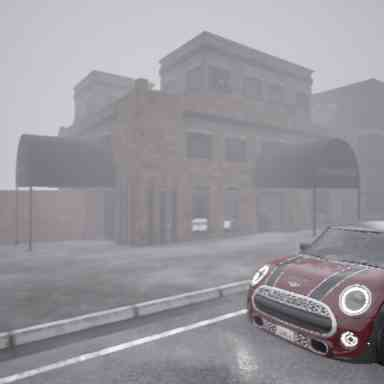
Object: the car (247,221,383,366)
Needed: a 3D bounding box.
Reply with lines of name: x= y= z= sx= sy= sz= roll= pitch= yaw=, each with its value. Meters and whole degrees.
car: x=3.111 y=1.352 z=5.900 sx=4.553 sy=1.767 sz=2.097 roll=0 pitch=0 yaw=-35
